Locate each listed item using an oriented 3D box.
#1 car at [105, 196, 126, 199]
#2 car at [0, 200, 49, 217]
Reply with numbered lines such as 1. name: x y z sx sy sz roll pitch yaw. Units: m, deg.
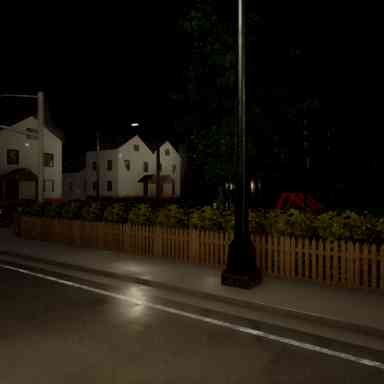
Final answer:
1. car: -9.400 1.352 38.817 2.097 1.767 4.553 0 0 35
2. car: -15.048 1.491 30.648 2.128 1.511 4.902 0 0 35
